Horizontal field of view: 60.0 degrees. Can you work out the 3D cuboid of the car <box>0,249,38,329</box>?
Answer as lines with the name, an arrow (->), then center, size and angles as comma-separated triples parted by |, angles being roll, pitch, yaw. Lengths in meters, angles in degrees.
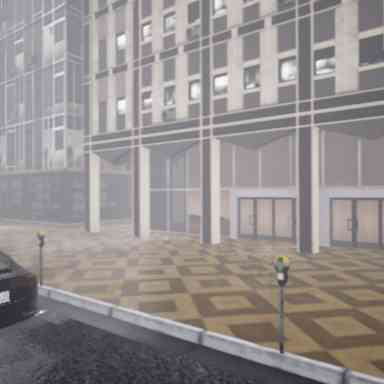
car -> -4.558, 1.635, 6.123 | 4.313, 1.339, 1.947 | -1, 0, 36
